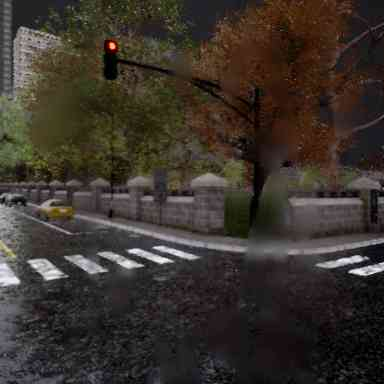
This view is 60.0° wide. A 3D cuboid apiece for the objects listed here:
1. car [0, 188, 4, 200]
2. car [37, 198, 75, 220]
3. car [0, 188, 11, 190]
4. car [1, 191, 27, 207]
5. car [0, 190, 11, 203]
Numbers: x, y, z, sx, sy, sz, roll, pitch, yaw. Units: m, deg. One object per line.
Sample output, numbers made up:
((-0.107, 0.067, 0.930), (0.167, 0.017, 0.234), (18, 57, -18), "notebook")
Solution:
((-32.269, 0.238, 54.323), (2.192, 1.841, 5.009), (1, 0, -36), "car")
((-9.572, 1.127, 23.118), (1.752, 1.417, 4.829), (1, 0, -36), "car")
((-25.754, 0.431, 45.369), (2.192, 1.841, 5.009), (1, 0, -36), "car")
((-19.245, 0.861, 36.413), (2.008, 1.369, 4.403), (1, 0, -36), "car")
((-22.503, 0.779, 40.891), (1.947, 1.339, 4.313), (1, 0, -36), "car")
